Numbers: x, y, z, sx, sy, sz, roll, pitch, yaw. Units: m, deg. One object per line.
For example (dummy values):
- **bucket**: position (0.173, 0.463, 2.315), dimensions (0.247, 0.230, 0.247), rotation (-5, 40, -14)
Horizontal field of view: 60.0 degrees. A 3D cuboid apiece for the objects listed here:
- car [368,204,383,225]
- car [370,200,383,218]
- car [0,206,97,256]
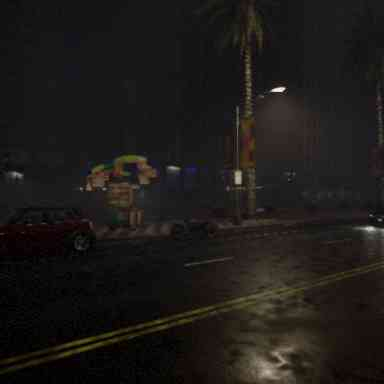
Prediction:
- **car**: position (13.843, 1.495, 22.524), dimensions (4.674, 1.442, 1.812), rotation (0, 0, -36)
- **car**: position (17.966, 1.442, 29.154), dimensions (4.892, 1.521, 2.231), rotation (0, 0, -36)
- **car**: position (-5.919, 1.356, 12.053), dimensions (4.553, 1.767, 2.185), rotation (0, 0, -36)
